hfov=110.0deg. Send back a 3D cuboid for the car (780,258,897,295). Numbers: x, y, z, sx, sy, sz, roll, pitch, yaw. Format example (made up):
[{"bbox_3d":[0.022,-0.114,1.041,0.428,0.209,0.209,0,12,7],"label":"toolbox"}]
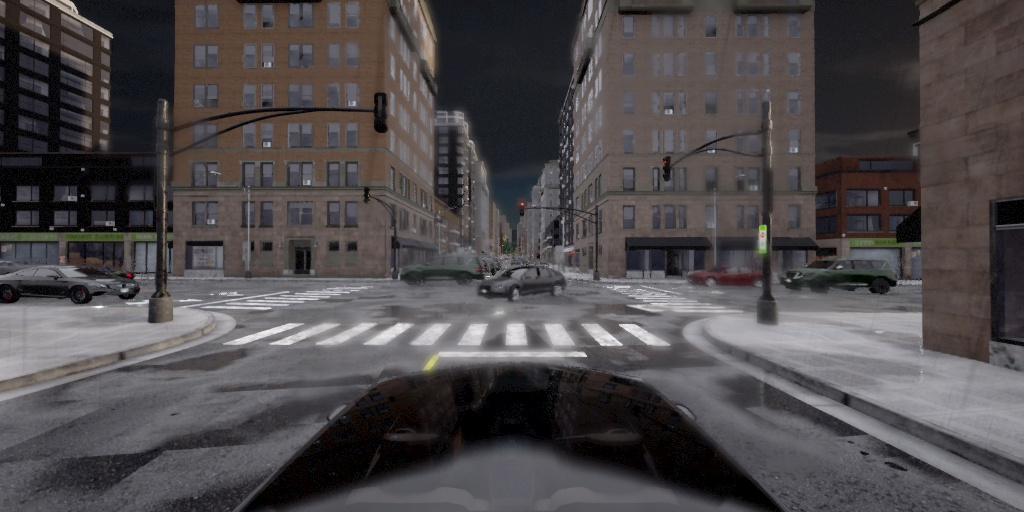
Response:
[{"bbox_3d":[18.969,1.127,20.952,5.566,2.045,2.150,1,-1,0],"label":"car"}]

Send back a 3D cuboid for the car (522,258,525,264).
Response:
[{"bbox_3d":[3.298,1.315,63.849,1.948,1.339,4.313,0,0,1],"label":"car"}]

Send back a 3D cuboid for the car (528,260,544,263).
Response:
[{"bbox_3d":[2.962,1.318,36.197,1.948,1.339,4.313,0,0,1],"label":"car"}]

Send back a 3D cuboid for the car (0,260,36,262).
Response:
[{"bbox_3d":[-34.351,1.045,24.531,4.902,1.511,2.128,0,-1,0],"label":"car"}]

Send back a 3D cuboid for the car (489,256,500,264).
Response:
[{"bbox_3d":[-2.787,0.976,37.804,2.150,2.045,5.566,0,0,1],"label":"car"}]

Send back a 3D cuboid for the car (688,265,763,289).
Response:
[{"bbox_3d":[14.595,1.386,24.231,5.008,1.535,1.882,0,-1,0],"label":"car"}]

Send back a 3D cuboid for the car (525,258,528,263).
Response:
[{"bbox_3d":[3.096,1.302,47.258,2.007,1.370,4.403,0,0,1],"label":"car"}]

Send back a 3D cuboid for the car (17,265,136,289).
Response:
[{"bbox_3d":[-25.616,1.190,21.227,4.718,1.301,1.895,0,-1,0],"label":"car"}]

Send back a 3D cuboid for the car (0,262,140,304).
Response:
[{"bbox_3d":[-17.929,1.106,14.483,4.674,1.442,1.812,0,-1,1],"label":"car"}]

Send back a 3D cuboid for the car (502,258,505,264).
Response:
[{"bbox_3d":[-2.529,1.352,58.148,1.895,1.301,4.718,0,0,1],"label":"car"}]

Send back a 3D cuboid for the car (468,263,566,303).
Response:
[{"bbox_3d":[0.568,1.256,16.904,4.892,1.490,1.837,0,-2,-44],"label":"car"}]

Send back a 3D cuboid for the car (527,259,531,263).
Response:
[{"bbox_3d":[3.029,1.297,41.728,1.888,1.381,4.507,0,0,1],"label":"car"}]

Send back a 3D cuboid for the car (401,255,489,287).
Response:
[{"bbox_3d":[-4.624,0.976,24.330,5.566,2.045,2.150,0,0,0],"label":"car"}]

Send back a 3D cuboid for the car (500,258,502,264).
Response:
[{"bbox_3d":[-2.665,1.257,47.892,1.837,1.490,4.892,0,0,1],"label":"car"}]
